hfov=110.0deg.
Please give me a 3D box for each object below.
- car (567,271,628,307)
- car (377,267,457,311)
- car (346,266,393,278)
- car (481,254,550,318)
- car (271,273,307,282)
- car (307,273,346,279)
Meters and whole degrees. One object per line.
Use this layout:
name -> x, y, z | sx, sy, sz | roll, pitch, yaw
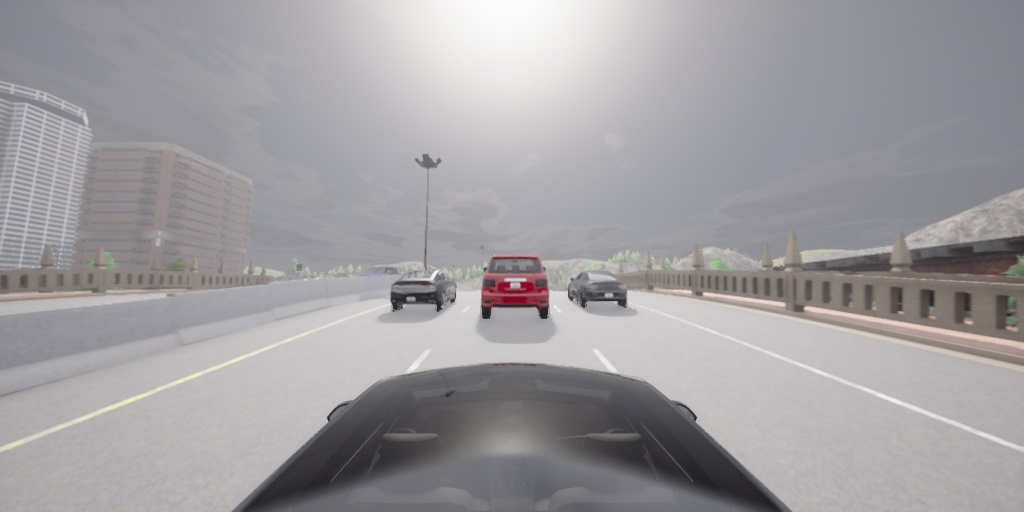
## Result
car -> 3.598, 1.359, 15.599 | 1.812, 1.442, 4.674 | 0, -2, 0
car -> -3.401, 1.296, 14.521 | 2.128, 1.511, 4.902 | 0, -1, 0
car -> -10.603, 1.767, 28.433 | 2.150, 2.045, 5.566 | 0, -5, 0
car -> 0.099, 0.995, 13.138 | 2.150, 2.045, 5.566 | 0, -1, 0
car -> -17.598, 2.122, 29.356 | 2.128, 1.511, 4.902 | 0, -5, 0
car -> -14.098, 2.150, 28.865 | 1.994, 1.385, 4.181 | 0, -5, 0
